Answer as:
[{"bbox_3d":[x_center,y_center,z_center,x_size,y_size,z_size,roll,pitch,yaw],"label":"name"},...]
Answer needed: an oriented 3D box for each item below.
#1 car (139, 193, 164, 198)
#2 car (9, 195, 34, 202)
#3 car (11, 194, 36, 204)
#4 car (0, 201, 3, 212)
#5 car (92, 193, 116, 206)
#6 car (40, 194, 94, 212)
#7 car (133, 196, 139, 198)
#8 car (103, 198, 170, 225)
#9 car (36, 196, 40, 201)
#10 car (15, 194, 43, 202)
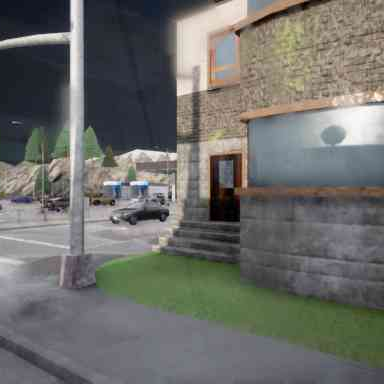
[{"bbox_3d":[-5.838,1.092,51.939,1.905,1.878,3.866,0,0,35],"label":"car"},{"bbox_3d":[-38.816,1.355,75.828,2.007,1.523,4.514,0,0,35],"label":"car"},{"bbox_3d":[-30.968,1.335,60.963,1.845,1.501,3.633,0,0,35],"label":"car"},{"bbox_3d":[-20.215,1.247,31.575,1.970,1.475,3.806,0,0,35],"label":"car"},{"bbox_3d":[-13.059,1.113,47.405,1.932,1.855,4.605,0,0,35],"label":"car"},{"bbox_3d":[-13.159,1.313,35.223,2.007,1.523,4.514,0,0,35],"label":"car"},{"bbox_3d":[-8.202,1.376,54.355,1.970,1.475,3.806,0,0,35],"label":"car"},{"bbox_3d":[-3.408,1.349,22.453,1.812,1.442,4.674,0,0,35],"label":"car"},{"bbox_3d":[-22.827,1.313,55.167,2.007,1.523,4.514,0,0,35],"label":"car"},{"bbox_3d":[-36.223,1.346,74.062,2.152,1.636,5.027,0,0,35],"label":"car"}]
